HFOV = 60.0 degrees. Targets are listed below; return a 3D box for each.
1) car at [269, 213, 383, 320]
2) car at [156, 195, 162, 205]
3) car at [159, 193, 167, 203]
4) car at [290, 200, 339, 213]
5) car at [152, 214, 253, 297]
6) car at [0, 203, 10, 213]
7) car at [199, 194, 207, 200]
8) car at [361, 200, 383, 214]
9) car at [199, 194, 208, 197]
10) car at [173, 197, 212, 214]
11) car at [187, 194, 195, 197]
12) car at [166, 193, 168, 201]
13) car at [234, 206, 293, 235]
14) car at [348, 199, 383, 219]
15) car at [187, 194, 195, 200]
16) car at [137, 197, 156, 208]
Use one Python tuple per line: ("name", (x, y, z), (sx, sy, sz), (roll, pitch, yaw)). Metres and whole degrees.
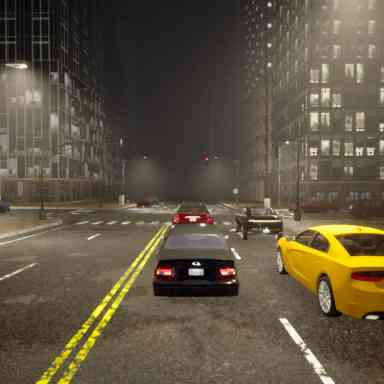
("car", (3.323, 1.474, 7.461), (1.882, 1.535, 5.008), (0, 0, 0))
("car", (-6.794, 1.556, 57.565), (1.895, 1.301, 4.718), (0, 0, 0))
("car", (-6.776, 1.506, 67.725), (1.994, 1.385, 4.181), (0, 0, 0))
("car", (12.561, 1.558, 34.437), (5.008, 1.535, 1.882), (0, 1, 0))
("car", (0.067, 1.543, 8.733), (2.033, 1.411, 5.357), (0, 0, 0))
("car", (-20.035, 1.317, 31.710), (5.008, 1.535, 1.882), (1, 1, 1))
("car", (2.907, 1.295, 89.822), (1.994, 1.385, 4.181), (0, 0, 0))
("car", (21.670, 1.643, 36.973), (4.829, 1.417, 1.752), (1, 0, 1))
("car", (2.946, 1.272, 79.756), (2.097, 1.767, 4.553), (0, 0, 0))
("car", (0.033, 1.342, 18.047), (2.097, 1.767, 4.553), (0, 0, 0))
("car", (-0.304, 1.470, 79.775), (1.994, 1.385, 4.181), (0, 0, 0))
("car", (-6.799, 1.153, 78.319), (2.150, 2.045, 5.566), (0, 0, 0))
("car", (3.277, 1.482, 16.877), (2.128, 1.511, 4.902), (0, 0, 1))
("car", (16.093, 1.519, 28.665), (5.009, 1.841, 2.192), (1, 0, 1))
("car", (-0.343, 1.295, 89.810), (1.994, 1.385, 4.181), (0, 0, 0))
("car", (-6.784, 1.567, 48.392), (1.895, 1.301, 4.718), (0, 0, 0))
